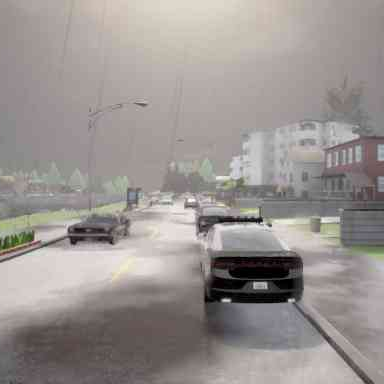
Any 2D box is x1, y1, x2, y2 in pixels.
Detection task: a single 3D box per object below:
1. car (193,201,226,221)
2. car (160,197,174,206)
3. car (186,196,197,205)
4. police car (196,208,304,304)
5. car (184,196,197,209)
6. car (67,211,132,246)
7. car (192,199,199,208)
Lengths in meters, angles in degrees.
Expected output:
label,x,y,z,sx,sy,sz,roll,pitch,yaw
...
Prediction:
label,x,y,z,sx,sy,sz,roll,pitch,yaw
car,1.169,1.478,18.264,1.882,1.535,5.008,0,0,0
car,-4.092,1.525,54.617,1.812,1.442,4.674,0,0,0
car,-0.097,1.478,59.104,1.882,1.535,5.008,0,0,0
police car,1.186,1.425,8.374,1.930,1.638,5.238,0,0,0
car,-0.050,1.564,45.779,1.994,1.385,4.181,0,0,0
car,-4.127,1.601,15.477,1.895,1.301,4.718,0,0,0
car,1.159,1.506,24.264,1.837,1.490,4.892,0,0,0
